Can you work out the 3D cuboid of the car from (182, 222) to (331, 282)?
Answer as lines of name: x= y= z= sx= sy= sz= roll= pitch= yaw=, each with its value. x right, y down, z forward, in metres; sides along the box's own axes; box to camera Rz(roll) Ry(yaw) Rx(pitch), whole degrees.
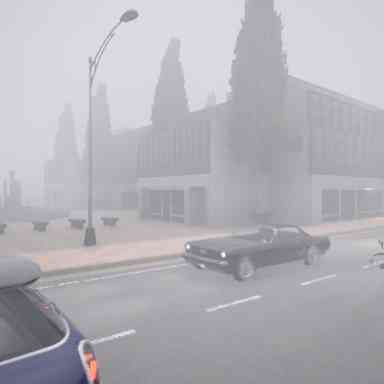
car: x=2.039 y=1.601 z=9.926 sx=4.718 sy=1.301 sz=1.895 roll=0 pitch=0 yaw=-37

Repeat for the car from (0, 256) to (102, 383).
car: x=-2.859 y=1.352 z=1.862 sx=4.553 sy=1.767 sz=2.097 roll=0 pitch=0 yaw=-37

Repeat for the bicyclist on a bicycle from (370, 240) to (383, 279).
bicyclist on a bicycle: x=5.235 y=1.453 z=8.231 sx=0.582 sy=1.620 sz=1.656 roll=0 pitch=-1 yaw=-37
